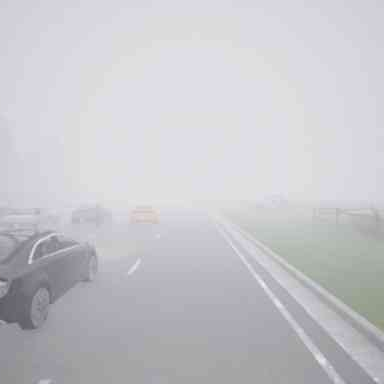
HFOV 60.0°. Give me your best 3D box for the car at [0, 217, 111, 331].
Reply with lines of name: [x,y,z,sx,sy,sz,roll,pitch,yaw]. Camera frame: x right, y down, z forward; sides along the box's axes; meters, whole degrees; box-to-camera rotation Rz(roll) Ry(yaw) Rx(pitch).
car: [-3.400,1.516,6.894,2.128,1.511,4.902,0,0,0]

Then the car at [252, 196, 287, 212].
car: [8.919,1.347,38.036,3.866,1.878,1.905,0,0,0]

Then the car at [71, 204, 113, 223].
car: [-6.902,1.574,23.374,2.128,1.511,4.902,0,0,0]

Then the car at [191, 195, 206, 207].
car: [1.221,1.695,54.030,1.837,1.490,4.892,0,0,0]

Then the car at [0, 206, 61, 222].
car: [-10.400,1.678,21.962,1.895,1.301,4.718,0,0,0]

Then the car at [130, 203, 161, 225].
car: [-3.402,1.566,25.014,1.882,1.535,5.008,0,0,0]

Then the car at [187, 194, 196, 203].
car: [-0.004,1.416,73.646,2.150,2.045,5.566,0,0,0]
